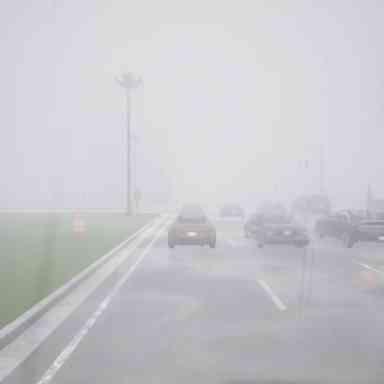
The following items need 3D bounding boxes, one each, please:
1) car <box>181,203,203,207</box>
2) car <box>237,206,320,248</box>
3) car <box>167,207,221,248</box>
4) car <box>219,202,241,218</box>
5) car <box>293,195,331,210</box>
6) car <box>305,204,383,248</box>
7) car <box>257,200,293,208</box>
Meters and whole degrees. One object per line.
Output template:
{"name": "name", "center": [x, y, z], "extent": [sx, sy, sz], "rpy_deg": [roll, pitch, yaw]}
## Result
{"name": "car", "center": [0.000, 1.614, 29.680], "extent": [1.895, 1.301, 4.718], "rpy_deg": [0, 0, 0]}
{"name": "car", "center": [3.500, 1.560, 14.650], "extent": [2.033, 1.411, 5.357], "rpy_deg": [0, 0, 0]}
{"name": "car", "center": [0.000, 1.569, 14.650], "extent": [1.994, 1.385, 4.181], "rpy_deg": [0, 0, 0]}
{"name": "car", "center": [3.500, 1.570, 29.650], "extent": [1.994, 1.385, 4.181], "rpy_deg": [0, 0, 0]}
{"name": "car", "center": [10.500, 1.255, 29.680], "extent": [2.150, 2.045, 5.566], "rpy_deg": [0, 0, 0]}
{"name": "car", "center": [7.000, 1.492, 14.650], "extent": [2.128, 1.511, 4.902], "rpy_deg": [0, 0, 0]}
{"name": "car", "center": [7.000, 1.493, 29.650], "extent": [2.128, 1.511, 4.902], "rpy_deg": [0, 0, 0]}
